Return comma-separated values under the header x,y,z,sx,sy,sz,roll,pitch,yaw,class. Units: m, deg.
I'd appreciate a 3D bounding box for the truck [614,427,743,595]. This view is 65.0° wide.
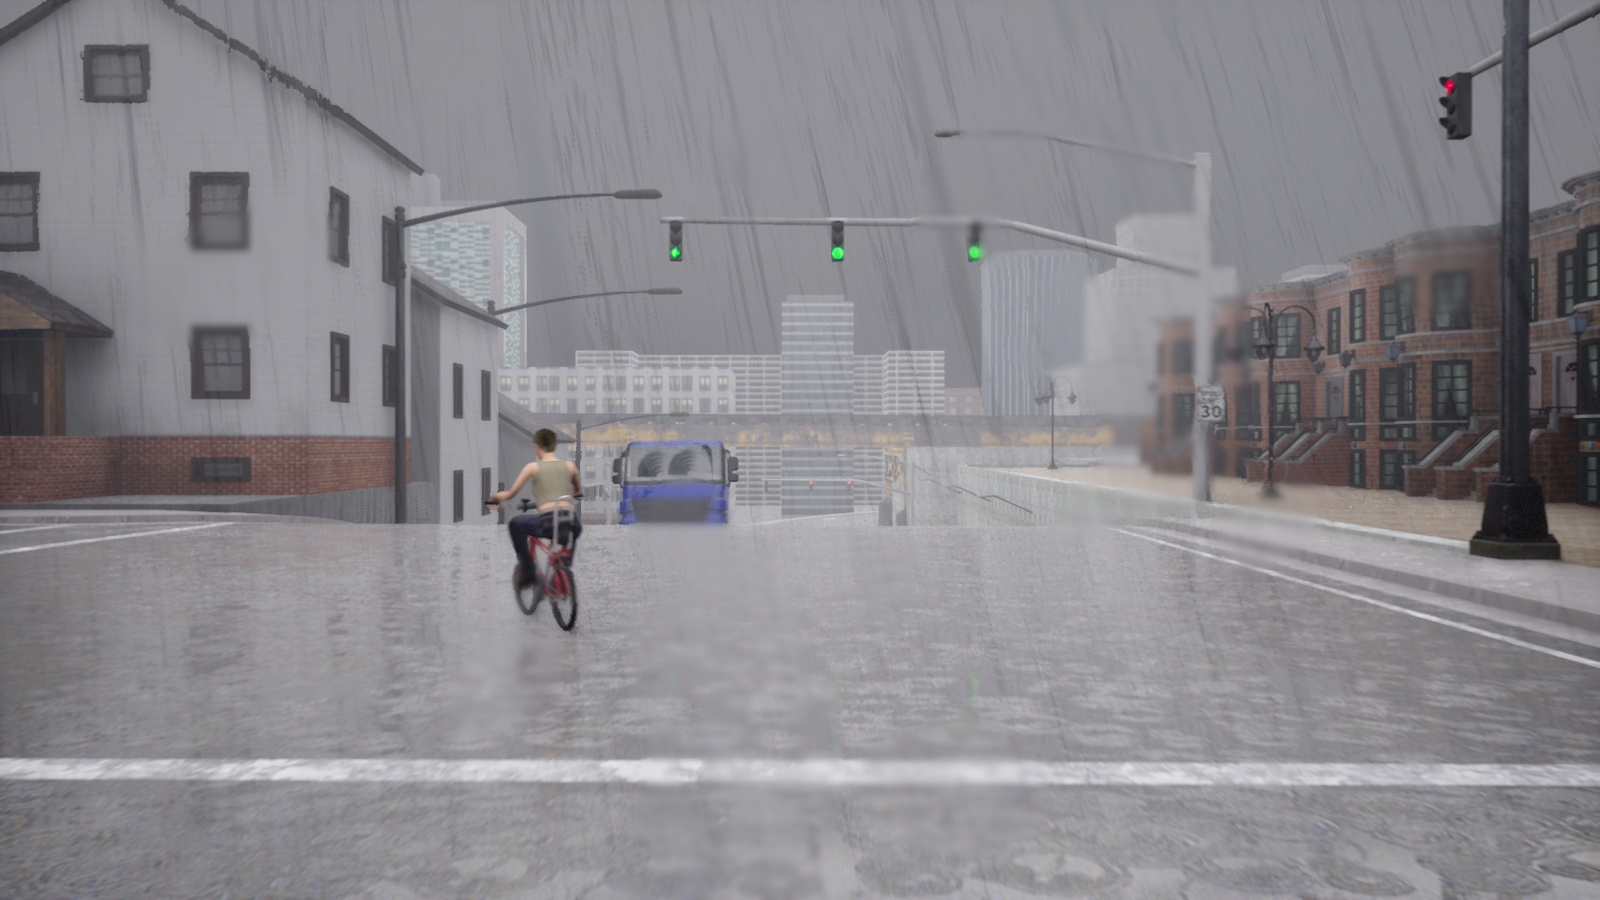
x,y,z,sx,sy,sz,roll,pitch,yaw,class
-3.288,1.988,36.164,2.891,3.462,7.936,-1,-13,0,truck

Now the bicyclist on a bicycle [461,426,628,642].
x,y,z,sx,sy,sz,roll,pitch,yaw,class
-2.124,0.623,10.305,0.866,1.612,1.509,-2,1,-30,bicyclist on a bicycle
